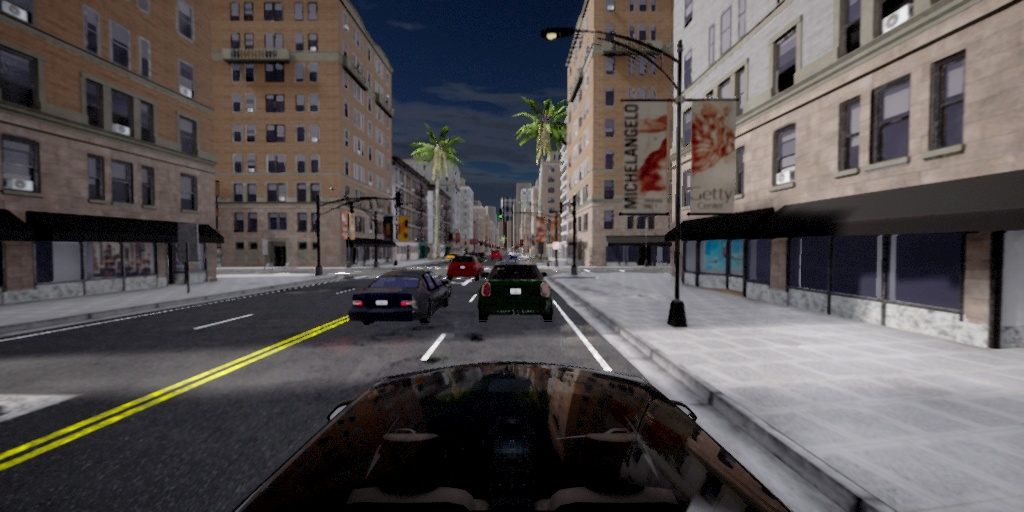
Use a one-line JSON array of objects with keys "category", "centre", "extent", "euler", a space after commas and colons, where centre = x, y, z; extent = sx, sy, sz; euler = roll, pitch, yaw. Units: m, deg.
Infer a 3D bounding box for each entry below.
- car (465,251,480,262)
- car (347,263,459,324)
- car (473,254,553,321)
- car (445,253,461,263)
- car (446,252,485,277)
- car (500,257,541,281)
[{"category": "car", "centre": [-6.553, 0.116, 60.058], "extent": [2.097, 1.767, 4.553], "euler": [0, 1, 0]}, {"category": "car", "centre": [-3.151, 1.132, 11.166], "extent": [2.033, 1.411, 5.357], "euler": [0, 1, 0]}, {"category": "car", "centre": [0.097, 0.928, 11.710], "extent": [2.097, 1.767, 4.553], "euler": [0, 1, 0]}, {"category": "car", "centre": [-9.803, 0.241, 60.094], "extent": [1.882, 1.535, 5.008], "euler": [0, 1, 0]}, {"category": "car", "centre": [-3.154, 0.704, 25.013], "extent": [2.097, 1.767, 4.553], "euler": [0, 1, 0]}, {"category": "car", "centre": [0.721, 0.834, 25.440], "extent": [2.128, 1.511, 4.902], "euler": [0, 1, 10]}]
